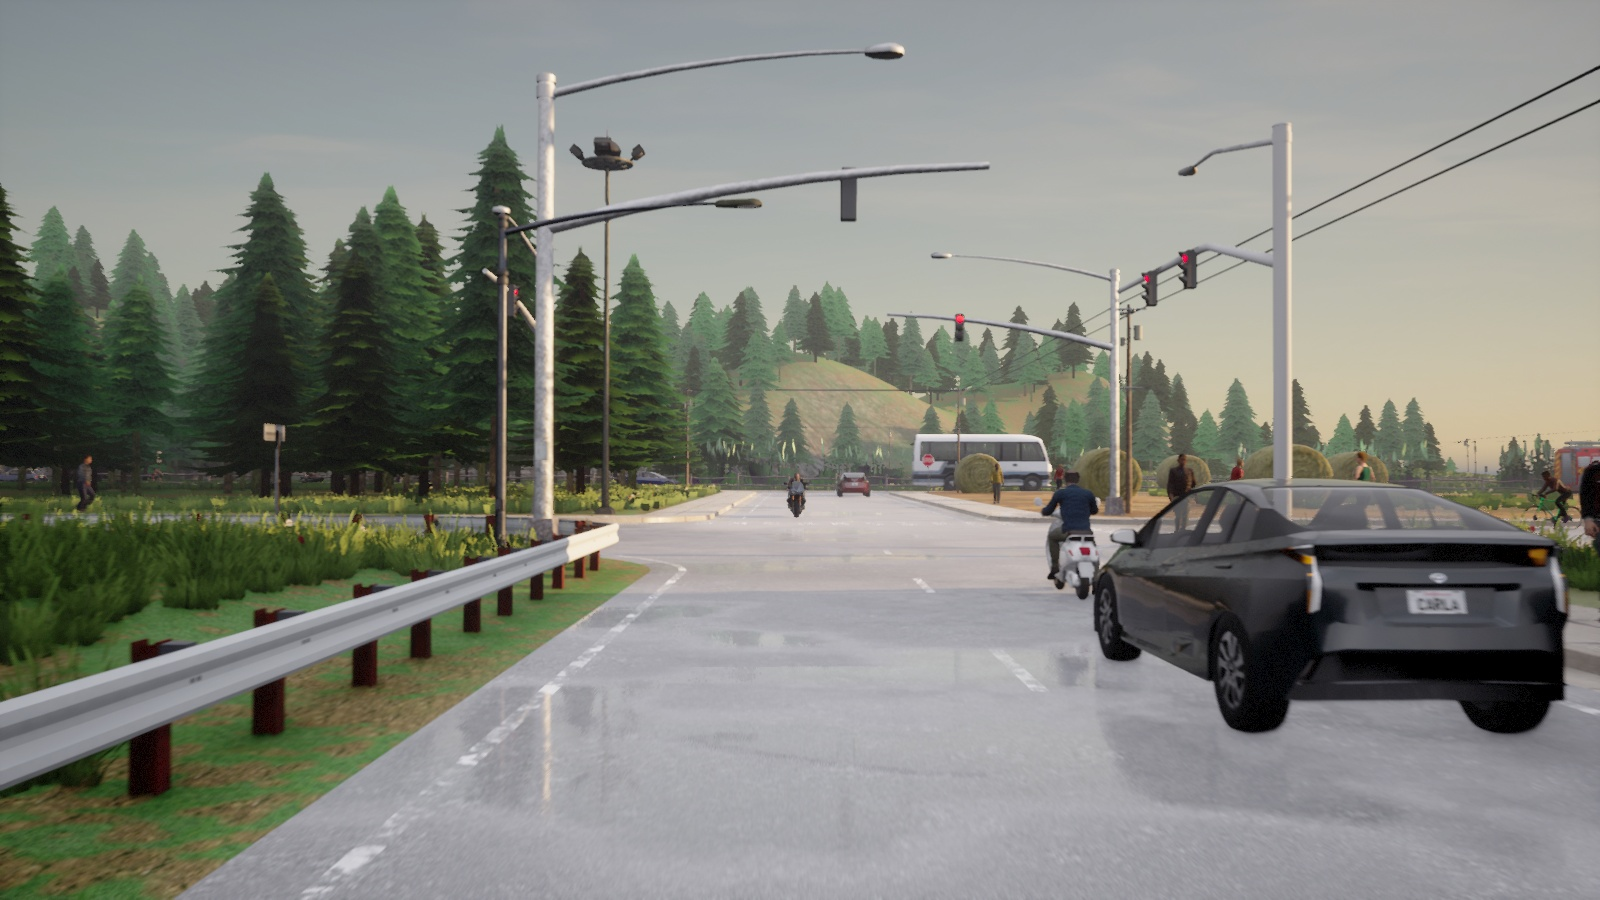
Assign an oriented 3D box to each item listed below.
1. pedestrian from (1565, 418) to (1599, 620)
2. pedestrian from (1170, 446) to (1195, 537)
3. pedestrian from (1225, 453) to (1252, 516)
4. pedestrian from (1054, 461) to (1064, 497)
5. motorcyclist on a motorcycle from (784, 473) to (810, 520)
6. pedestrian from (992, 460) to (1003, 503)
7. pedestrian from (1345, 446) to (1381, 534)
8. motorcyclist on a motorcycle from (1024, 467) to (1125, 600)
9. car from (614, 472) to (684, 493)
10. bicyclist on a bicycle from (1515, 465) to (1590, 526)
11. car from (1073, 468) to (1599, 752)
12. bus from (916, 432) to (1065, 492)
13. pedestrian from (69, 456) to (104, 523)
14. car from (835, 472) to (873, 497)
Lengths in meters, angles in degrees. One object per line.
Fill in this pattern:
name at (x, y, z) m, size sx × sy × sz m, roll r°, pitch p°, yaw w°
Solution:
pedestrian at (7.536, 0.635, 11.675) m, size 0.376 × 1.854 × 0.720 m, roll 0°, pitch -1°, yaw -1°
pedestrian at (7.836, 0.845, 25.734) m, size 0.431 × 1.840 × 0.703 m, roll 0°, pitch -1°, yaw 13°
pedestrian at (12.885, 1.016, 36.919) m, size 0.636 × 1.846 × 0.331 m, roll 0°, pitch -1°, yaw -8°
pedestrian at (13.256, 1.470, 64.215) m, size 0.331 × 1.846 × 0.636 m, roll -1°, pitch -1°, yaw 25°
motorcyclist on a motorcycle at (-0.104, 1.562, 42.515) m, size 0.866 × 1.530 × 2.191 m, roll 0°, pitch -1°, yaw 0°
pedestrian at (8.455, 1.329, 53.843) m, size 0.370 × 1.835 × 0.726 m, roll 0°, pitch -1°, yaw 1°
pedestrian at (11.847, 0.838, 26.436) m, size 0.345 × 1.836 × 0.594 m, roll 0°, pitch -1°, yaw -29°
motorcyclist on a motorcycle at (3.460, 1.022, 16.008) m, size 0.866 × 1.590 × 1.817 m, roll 0°, pitch -1°, yaw 0°
car at (-11.111, 2.373, 92.503) m, size 4.792 × 1.488 × 2.163 m, roll 0°, pitch -1°, yaw 3°
bicyclist on a bicycle at (20.382, 1.221, 34.020) m, size 1.656 × 1.620 × 0.582 m, roll 0°, pitch -2°, yaw -1°
car at (3.479, 0.899, 9.034) m, size 2.007 × 1.525 × 4.514 m, roll 0°, pitch -1°, yaw 0°
bus at (13.727, 0.878, 91.379) m, size 10.273 × 4.253 × 3.944 m, roll 0°, pitch -1°, yaw 3°
pedestrian at (-20.819, 1.147, 36.645) m, size 0.788 × 1.949 × 0.423 m, roll 0°, pitch -1°, yaw 1°
car at (3.309, 2.110, 78.128) m, size 2.163 × 1.488 × 4.792 m, roll 0°, pitch -1°, yaw 0°
